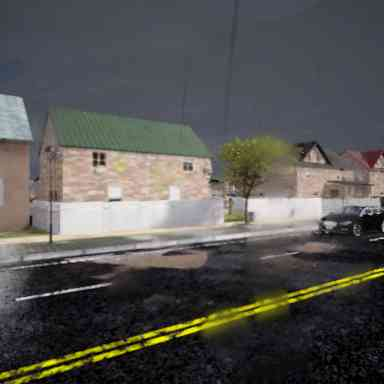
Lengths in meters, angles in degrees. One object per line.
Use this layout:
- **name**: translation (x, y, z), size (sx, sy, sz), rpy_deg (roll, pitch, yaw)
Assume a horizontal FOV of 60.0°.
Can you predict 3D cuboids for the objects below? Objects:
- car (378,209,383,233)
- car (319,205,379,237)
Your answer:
- **car**: translation (10.774, 1.561, 15.351), size (4.181, 1.385, 1.994), rpy_deg (0, 0, -35)
- **car**: translation (8.813, 1.488, 17.944), size (4.902, 1.511, 2.128), rpy_deg (0, 0, -35)
